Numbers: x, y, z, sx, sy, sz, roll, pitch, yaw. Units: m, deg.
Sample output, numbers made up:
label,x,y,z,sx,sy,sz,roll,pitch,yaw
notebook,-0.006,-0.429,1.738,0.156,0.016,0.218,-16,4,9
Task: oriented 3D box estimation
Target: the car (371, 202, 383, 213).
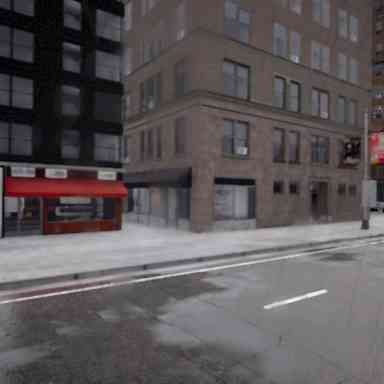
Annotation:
label,x,y,z,sx,sy,sz,roll,pitch,yaw
car,23.917,2.021,43.804,1.947,1.339,4.313,1,-1,-35
